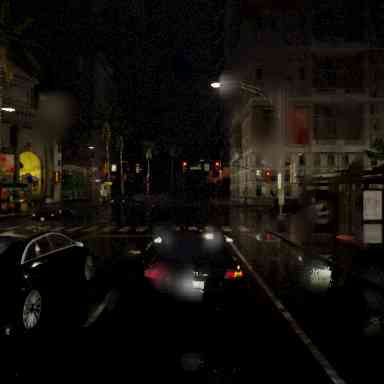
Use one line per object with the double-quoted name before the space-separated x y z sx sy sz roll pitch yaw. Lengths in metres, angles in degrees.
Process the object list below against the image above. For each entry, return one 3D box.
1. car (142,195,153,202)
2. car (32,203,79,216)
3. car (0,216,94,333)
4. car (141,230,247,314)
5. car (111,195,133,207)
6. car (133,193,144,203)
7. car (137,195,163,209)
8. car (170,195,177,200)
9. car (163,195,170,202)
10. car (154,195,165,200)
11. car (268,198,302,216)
"car" -10.711 1.540 79.949 2.033 1.411 5.357 0 0 0
"car" -10.671 1.547 26.370 2.033 1.411 5.357 0 0 0
"car" -3.461 1.492 6.772 2.128 1.511 4.902 0 0 0
"car" 0.043 1.564 7.710 1.994 1.385 4.181 0 0 0
"car" -10.728 1.351 50.038 2.097 1.767 4.553 0 0 0
"car" -10.697 1.221 66.517 2.150 2.045 5.566 0 0 0
"car" -5.794 1.525 45.328 1.812 1.442 4.674 -1 0 -20
"car" -5.562 1.524 93.843 1.812 1.442 4.674 0 0 13
"car" -7.214 1.525 79.810 2.128 1.511 4.902 0 0 0
"car" -9.105 1.524 94.140 1.812 1.442 4.674 0 0 13
"car" 9.608 1.352 31.584 4.553 1.767 2.097 0 0 3
